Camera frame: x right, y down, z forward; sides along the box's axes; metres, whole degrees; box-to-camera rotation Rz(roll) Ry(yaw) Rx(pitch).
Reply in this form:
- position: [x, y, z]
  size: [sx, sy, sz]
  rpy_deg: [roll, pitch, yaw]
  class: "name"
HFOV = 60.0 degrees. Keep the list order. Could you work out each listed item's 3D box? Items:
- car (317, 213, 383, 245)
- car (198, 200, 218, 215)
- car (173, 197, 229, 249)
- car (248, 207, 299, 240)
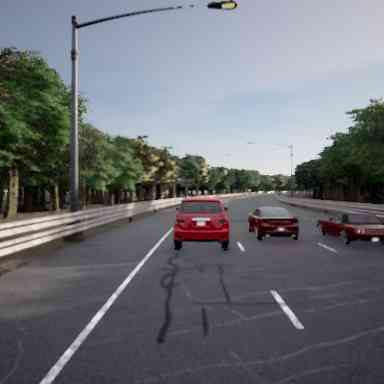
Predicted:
- position: [7.473, 1.621, 15.612]
  size: [1.895, 1.301, 4.718]
  rpy_deg: [0, 0, 2]
  class: "car"
- position: [1.763, 1.598, 35.266]
  size: [1.994, 1.385, 4.181]
  rpy_deg: [0, 0, 5]
  class: "car"
- position: [0.431, 1.234, 14.694]
  size: [2.150, 2.045, 5.566]
  rpy_deg: [0, 0, 2]
  class: "car"
- position: [4.047, 1.496, 17.158]
  size: [1.882, 1.535, 5.008]
  rpy_deg: [0, 0, 3]
  class: "car"
